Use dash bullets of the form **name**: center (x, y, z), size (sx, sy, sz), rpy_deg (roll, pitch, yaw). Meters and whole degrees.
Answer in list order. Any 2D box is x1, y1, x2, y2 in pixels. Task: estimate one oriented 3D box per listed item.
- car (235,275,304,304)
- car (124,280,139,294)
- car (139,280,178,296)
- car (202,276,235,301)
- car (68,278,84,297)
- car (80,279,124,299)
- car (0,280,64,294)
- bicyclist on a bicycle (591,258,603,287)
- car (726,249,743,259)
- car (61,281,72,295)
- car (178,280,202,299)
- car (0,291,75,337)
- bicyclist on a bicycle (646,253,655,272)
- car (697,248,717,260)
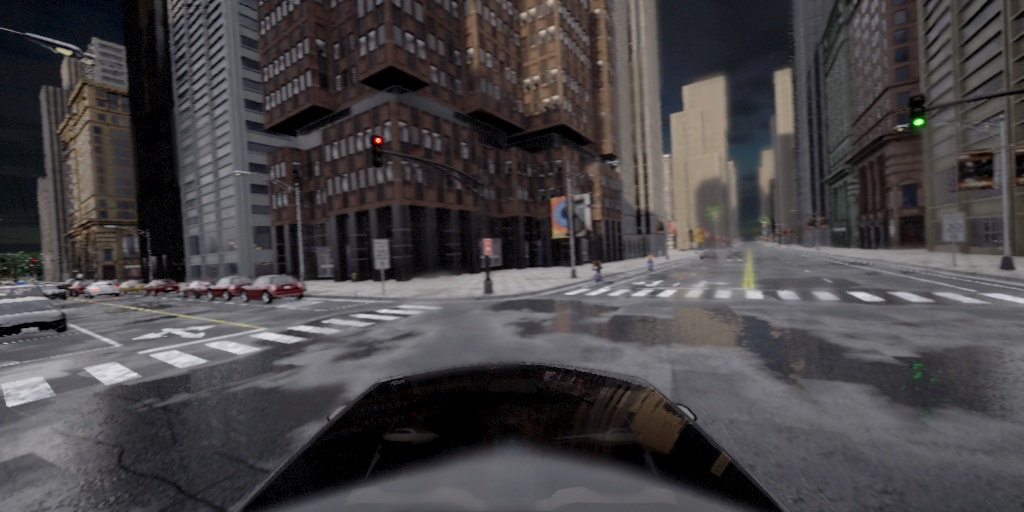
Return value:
- **car**: center (-13.945, 1.823, 20.849), size (4.097, 1.591, 1.967), rpy_deg (0, 0, 34)
- **car**: center (-41.192, 3.276, 38.912), size (4.829, 1.417, 1.751), rpy_deg (0, 0, 34)
- **car**: center (-32.016, 2.838, 32.828), size (4.507, 1.381, 1.888), rpy_deg (0, 0, 34)
- **car**: center (-18.463, 2.050, 23.844), size (4.097, 1.591, 1.967), rpy_deg (0, 0, 34)
- **car**: center (-45.965, 3.393, 38.720), size (4.553, 1.767, 2.097), rpy_deg (-3, 1, 34)
- **car**: center (-39.241, 3.224, 34.313), size (4.674, 1.442, 1.812), rpy_deg (-3, 1, 34)
- **car**: center (-23.159, 2.289, 16.739), size (5.009, 1.841, 2.192), rpy_deg (0, 0, 34)
- **bicyclist on a bicycle**: center (4.879, 0.920, 20.410), size (0.582, 1.620, 1.656), rpy_deg (-3, 1, 34)
- **car**: center (31.276, -0.311, 50.319), size (2.033, 1.411, 5.357), rpy_deg (-3, 0, 34)
- **car**: center (-42.441, 3.384, 32.794), size (5.008, 1.535, 1.882), rpy_deg (-3, 1, 34)
- **car**: center (-22.980, 2.419, 26.839), size (4.207, 1.307, 1.802), rpy_deg (0, 0, 34)
- **car**: center (-18.641, 2.313, 13.743), size (4.313, 1.339, 1.948), rpy_deg (0, 0, 34)
- **bicyclist on a bicycle**: center (12.012, 0.537, 31.199), size (0.866, 1.612, 1.509), rpy_deg (-3, 0, 33)
- **car**: center (28.571, -0.170, 52.115), size (1.994, 1.385, 4.181), rpy_deg (-3, 0, 34)
